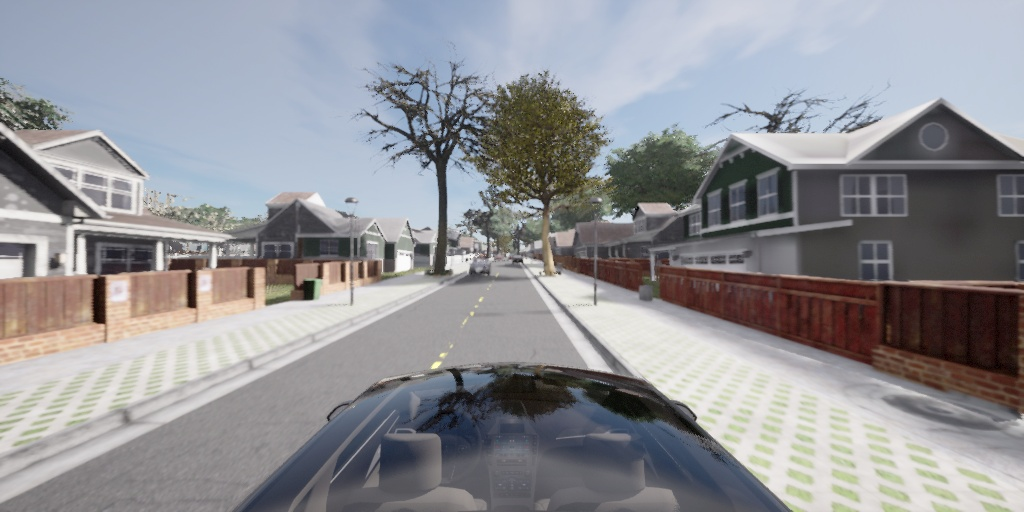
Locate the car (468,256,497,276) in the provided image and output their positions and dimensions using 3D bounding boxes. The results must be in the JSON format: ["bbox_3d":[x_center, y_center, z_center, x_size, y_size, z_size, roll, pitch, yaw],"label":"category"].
[{"bbox_3d":[-2.838,0.981,32.828,2.128,1.511,4.902,0,1,0],"label":"car"}]

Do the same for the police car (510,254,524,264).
[{"bbox_3d":[0.975,0.558,60.803,1.930,1.638,5.238,0,1,0],"label":"police car"}]
